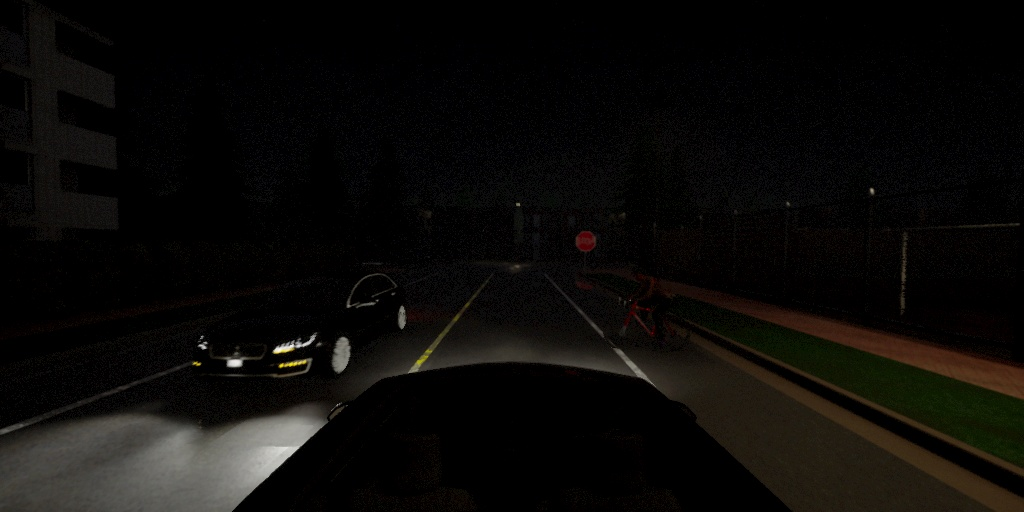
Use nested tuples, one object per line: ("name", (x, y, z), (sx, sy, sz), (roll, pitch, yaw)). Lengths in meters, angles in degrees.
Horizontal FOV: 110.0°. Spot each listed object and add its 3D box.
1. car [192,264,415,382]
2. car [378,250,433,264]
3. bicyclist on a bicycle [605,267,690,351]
("car", (-3.491, 1.067, 7.003), (1.837, 1.490, 4.892), (0, 1, 1))
("car", (-10.816, 0.115, 36.526), (5.357, 1.411, 2.033), (1, 2, 12))
("bicyclist on a bicycle", (2.628, 1.042, 6.947), (1.656, 1.620, 0.582), (0, 2, 1))
